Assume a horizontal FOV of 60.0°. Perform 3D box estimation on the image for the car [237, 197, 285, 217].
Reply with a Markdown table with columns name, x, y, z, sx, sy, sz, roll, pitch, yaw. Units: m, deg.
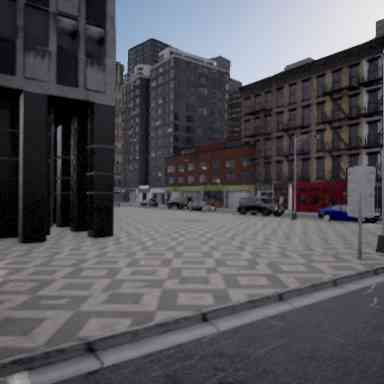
| name | x | y | z | sx | sy | sz | roll | pitch | yaw |
| --- | --- | --- | --- | --- | --- | --- | --- | --- | --- |
| car | 7.299 | 1.614 | 35.936 | 2.150 | 2.045 | 5.566 | 1 | -1 | -36 |

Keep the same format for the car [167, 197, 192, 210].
| name | x | y | z | sx | sy | sz | roll | pitch | yaw |
| --- | --- | --- | --- | --- | --- | --- | --- | --- | --- |
| car | -1.838 | 1.768 | 53.760 | 2.150 | 2.045 | 5.566 | 1 | -1 | -36 |

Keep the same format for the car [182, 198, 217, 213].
| name | x | y | z | sx | sy | sz | roll | pitch | yaw |
| --- | --- | --- | --- | --- | --- | --- | --- | --- | --- |
| car | 1.267 | 1.948 | 44.193 | 2.128 | 1.511 | 4.902 | 1 | -1 | -36 |

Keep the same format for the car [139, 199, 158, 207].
| name | x | y | z | sx | sy | sz | roll | pitch | yaw |
| --- | --- | --- | --- | --- | --- | --- | --- | --- | --- |
| car | -8.053 | 2.090 | 62.163 | 1.837 | 1.490 | 4.892 | 1 | -1 | -36 |

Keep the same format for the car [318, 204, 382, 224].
| name | x | y | z | sx | sy | sz | roll | pitch | yaw |
| --- | --- | --- | --- | --- | --- | --- | --- | --- | --- |
| car | 13.141 | 1.799 | 27.932 | 1.882 | 1.535 | 5.008 | 1 | -1 | -37 |
